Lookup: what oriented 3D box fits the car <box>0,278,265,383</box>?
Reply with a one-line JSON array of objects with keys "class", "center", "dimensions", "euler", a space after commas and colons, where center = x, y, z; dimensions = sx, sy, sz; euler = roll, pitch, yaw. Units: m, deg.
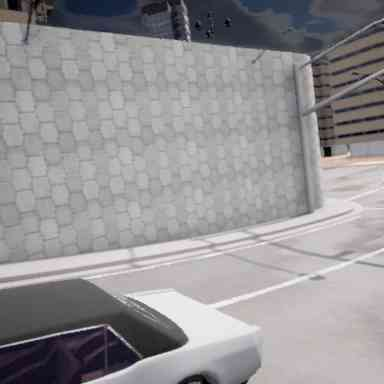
[{"class": "car", "center": [-1.661, 1.595, 2.795], "dimensions": [4.718, 1.301, 1.895], "euler": [0, 0, -35]}]
